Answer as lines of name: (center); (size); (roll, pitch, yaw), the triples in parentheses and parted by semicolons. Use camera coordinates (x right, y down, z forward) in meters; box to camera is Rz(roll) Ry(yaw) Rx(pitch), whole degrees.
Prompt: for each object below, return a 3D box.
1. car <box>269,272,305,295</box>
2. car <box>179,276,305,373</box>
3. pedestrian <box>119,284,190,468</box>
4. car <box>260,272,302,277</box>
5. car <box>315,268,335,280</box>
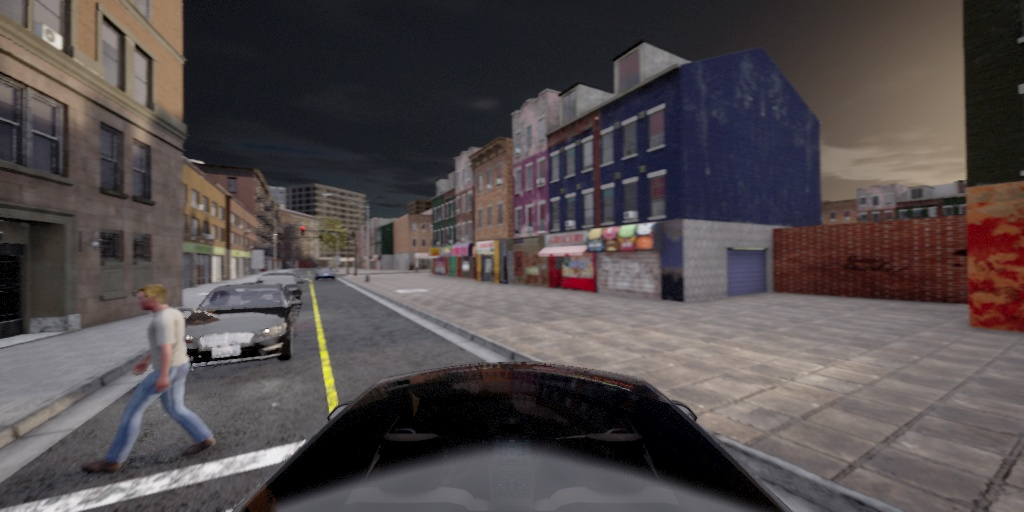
car: (-15.682, 1.818, 25.180); (1.895, 1.301, 4.718); (0, -1, -30)
car: (-6.004, 1.390, 8.219); (2.128, 1.511, 4.902); (0, -1, -29)
pedestrian: (-3.530, 1.108, 3.560); (0.375, 1.860, 0.375); (-1, 0, -30)
car: (-10.670, 1.529, 16.372); (1.882, 1.535, 5.008); (0, -1, -30)
car: (-21.587, 2.048, 41.432); (1.994, 1.385, 4.181); (0, -1, -29)
